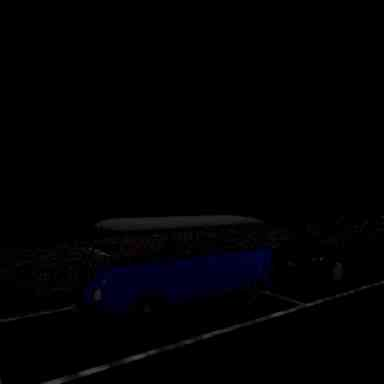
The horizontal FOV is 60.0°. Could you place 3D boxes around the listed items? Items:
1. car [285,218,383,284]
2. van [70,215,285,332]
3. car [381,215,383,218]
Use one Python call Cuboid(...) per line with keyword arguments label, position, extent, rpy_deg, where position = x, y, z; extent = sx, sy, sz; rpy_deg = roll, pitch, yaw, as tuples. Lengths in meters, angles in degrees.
Cuboid(label="car", position=(4.379, 1.641, 9.887), extent=(4.507, 1.381, 1.887), rpy_deg=(1, 0, -36))
Cuboid(label="van", position=(-0.195, 1.378, 6.618), extent=(3.998, 1.788, 1.690), rpy_deg=(1, 0, -36))
Cuboid(label="car", position=(8.959, 1.469, 13.155), extent=(5.009, 1.841, 2.192), rpy_deg=(1, 0, -36))
